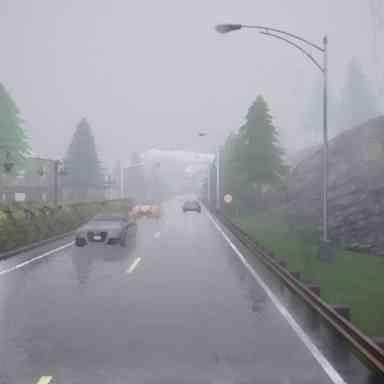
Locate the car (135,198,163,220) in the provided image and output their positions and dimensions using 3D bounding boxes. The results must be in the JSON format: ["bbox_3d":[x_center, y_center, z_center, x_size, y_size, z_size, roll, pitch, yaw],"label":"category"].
[{"bbox_3d":[-3.668,1.378,27.971,2.097,1.767,4.553,0,0,0],"label":"car"}]

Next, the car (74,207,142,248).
[{"bbox_3d":[-3.643,1.578,14.770,1.994,1.385,4.181,0,0,0],"label":"car"}]

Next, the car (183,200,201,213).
[{"bbox_3d":[-0.024,1.599,38.276,1.994,1.385,4.181,0,0,0],"label":"car"}]
